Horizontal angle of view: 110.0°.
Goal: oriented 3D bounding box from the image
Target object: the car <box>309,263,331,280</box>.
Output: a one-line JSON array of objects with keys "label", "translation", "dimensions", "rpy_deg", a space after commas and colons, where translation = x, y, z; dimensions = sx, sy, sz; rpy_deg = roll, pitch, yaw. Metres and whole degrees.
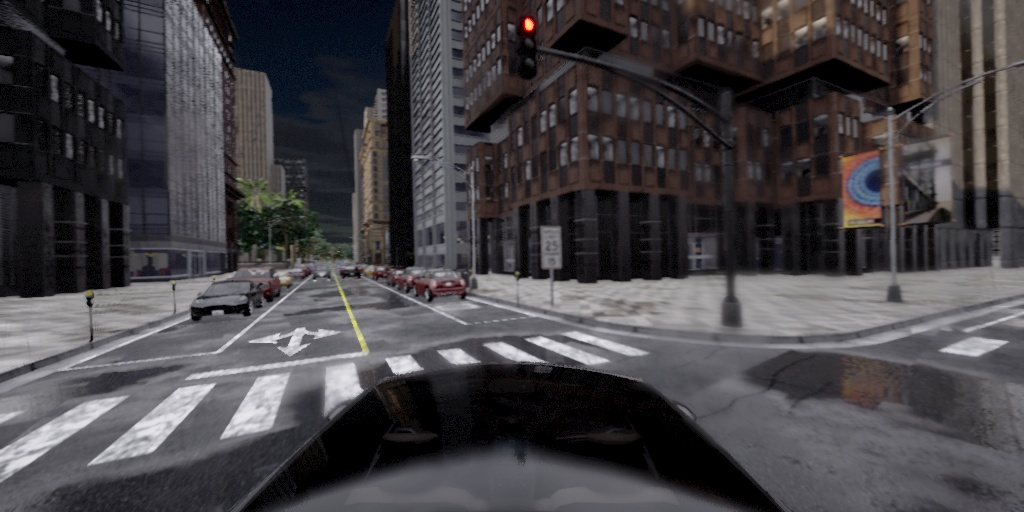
[{"label": "car", "translation": [-22.741, 1.996, 42.979], "dimensions": [2.128, 1.511, 4.902], "rpy_deg": [-1, 0, -27]}]

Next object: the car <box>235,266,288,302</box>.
[{"label": "car", "translation": [-13.881, 1.503, 19.508], "dimensions": [2.192, 1.841, 5.009], "rpy_deg": [0, 0, -27]}]

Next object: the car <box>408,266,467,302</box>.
[{"label": "car", "translation": [-3.824, 1.367, 18.538], "dimensions": [1.967, 1.591, 4.097], "rpy_deg": [0, 0, -27]}]

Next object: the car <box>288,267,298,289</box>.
[{"label": "car", "translation": [-18.724, 1.875, 29.028], "dimensions": [1.751, 1.417, 4.829], "rpy_deg": [0, 0, -27]}]

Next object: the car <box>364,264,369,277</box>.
[{"label": "car", "translation": [-18.660, 1.940, 47.697], "dimensions": [1.751, 1.417, 4.829], "rpy_deg": [0, 0, -27]}]

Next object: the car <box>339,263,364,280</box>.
[{"label": "car", "translation": [-18.816, 1.876, 41.944], "dimensions": [1.882, 1.535, 5.008], "rpy_deg": [-1, 0, -26]}]

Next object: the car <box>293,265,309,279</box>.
[{"label": "car", "translation": [-26.182, 2.178, 43.686], "dimensions": [1.802, 1.307, 4.207], "rpy_deg": [0, 0, -27]}]

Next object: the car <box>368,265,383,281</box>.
[{"label": "car", "translation": [-13.663, 1.795, 37.876], "dimensions": [1.888, 1.381, 4.507], "rpy_deg": [0, 0, -27]}]

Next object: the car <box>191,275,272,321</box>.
[{"label": "car", "translation": [-11.420, 1.674, 14.673], "dimensions": [1.948, 1.339, 4.313], "rpy_deg": [0, 0, -27]}]

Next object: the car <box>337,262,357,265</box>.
[{"label": "car", "translation": [-22.897, 2.013, 49.898], "dimensions": [1.882, 1.535, 5.008], "rpy_deg": [-1, 0, -27]}]

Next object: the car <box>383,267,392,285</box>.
[{"label": "car", "translation": [-8.744, 1.669, 28.207], "dimensions": [1.802, 1.307, 4.207], "rpy_deg": [0, 0, -27]}]

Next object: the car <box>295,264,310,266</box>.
[{"label": "car", "translation": [-28.642, 1.994, 48.521], "dimensions": [2.192, 1.841, 5.009], "rpy_deg": [0, 0, -27]}]

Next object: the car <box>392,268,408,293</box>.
[{"label": "car", "translation": [-6.284, 1.447, 23.372], "dimensions": [1.967, 1.591, 4.097], "rpy_deg": [0, 0, -27]}]
